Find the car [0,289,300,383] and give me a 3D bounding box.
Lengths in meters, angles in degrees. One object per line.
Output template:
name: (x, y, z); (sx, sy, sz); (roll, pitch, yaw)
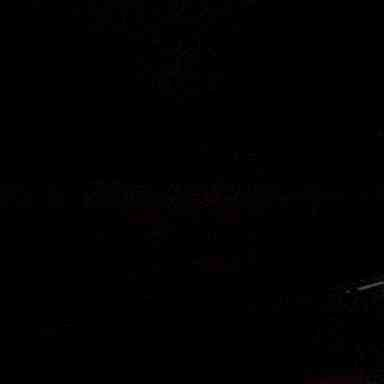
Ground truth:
car: (-1.598, 1.543, 2.161); (5.357, 1.411, 2.033); (-1, 0, -35)
